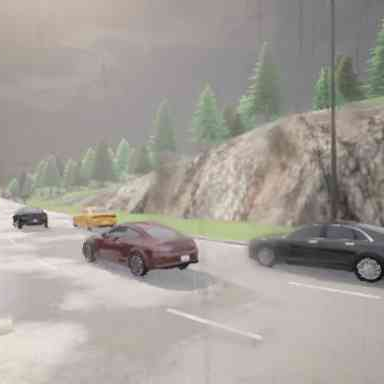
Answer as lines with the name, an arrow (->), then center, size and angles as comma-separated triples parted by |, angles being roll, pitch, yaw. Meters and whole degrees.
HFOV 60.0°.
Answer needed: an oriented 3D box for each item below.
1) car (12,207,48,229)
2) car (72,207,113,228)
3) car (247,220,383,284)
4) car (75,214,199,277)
car -> -12.064, 1.831, 24.682 | 1.882, 1.535, 5.008 | 0, -1, -34
car -> -6.932, 1.797, 23.353 | 1.882, 1.535, 5.008 | 0, 0, -35
car -> 4.019, 1.620, 10.094 | 4.892, 1.490, 1.837 | -1, -1, 39
car -> -1.782, 1.669, 10.749 | 1.812, 1.442, 4.674 | 0, -1, -44
